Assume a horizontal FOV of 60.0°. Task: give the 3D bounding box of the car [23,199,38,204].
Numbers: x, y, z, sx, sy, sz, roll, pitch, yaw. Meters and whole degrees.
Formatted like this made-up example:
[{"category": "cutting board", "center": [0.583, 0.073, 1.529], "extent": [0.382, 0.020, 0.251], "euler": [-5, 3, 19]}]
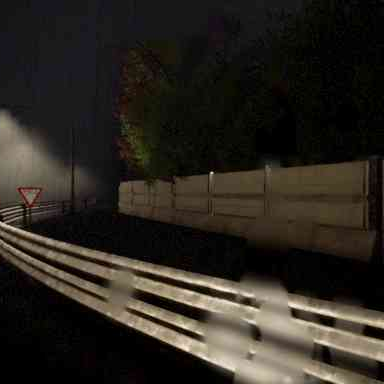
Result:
[{"category": "car", "center": [-30.252, 1.478, 62.454], "extent": [1.882, 1.535, 5.008], "euler": [0, 0, -16]}]
